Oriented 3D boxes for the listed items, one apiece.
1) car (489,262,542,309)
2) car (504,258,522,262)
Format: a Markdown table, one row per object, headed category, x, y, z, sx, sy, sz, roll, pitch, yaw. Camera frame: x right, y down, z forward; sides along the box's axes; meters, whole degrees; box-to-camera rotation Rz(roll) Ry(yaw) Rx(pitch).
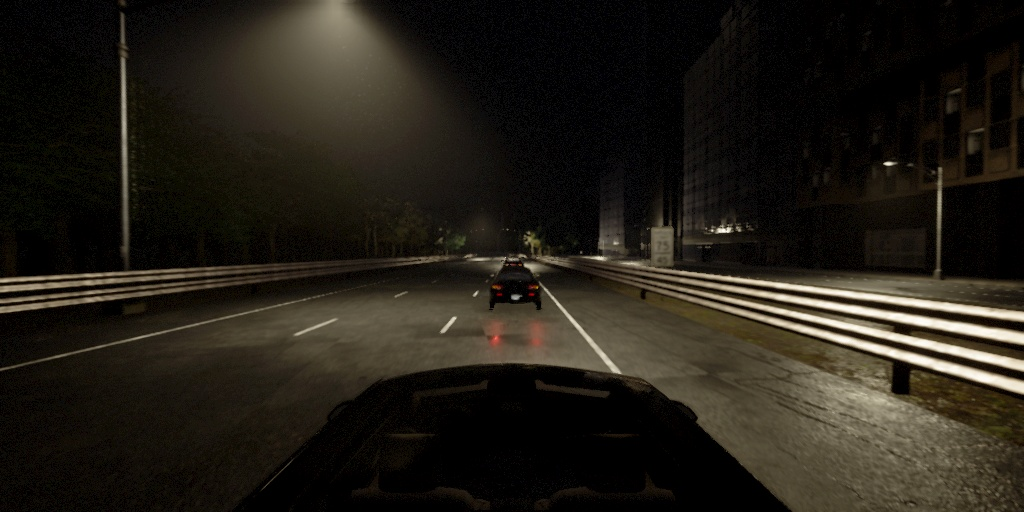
| category | x | y | z | sx | sy | sz | roll | pitch | yaw |
| --- | --- | --- | --- | --- | --- | --- | --- | --- | --- |
| car | 0.115 | 1.119 | 13.793 | 1.812 | 1.442 | 4.674 | 0 | 1 | 0 |
| car | 0.104 | 0.885 | 31.441 | 2.128 | 1.511 | 4.902 | 0 | 1 | 0 |
